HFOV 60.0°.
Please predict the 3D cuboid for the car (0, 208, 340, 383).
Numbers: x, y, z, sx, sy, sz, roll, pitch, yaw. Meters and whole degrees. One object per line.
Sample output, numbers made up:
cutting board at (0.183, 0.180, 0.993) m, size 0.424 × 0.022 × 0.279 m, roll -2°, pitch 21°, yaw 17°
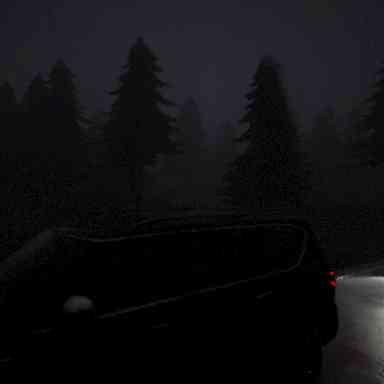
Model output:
car at (-0.718, 1.234, 3.478) m, size 5.566 × 2.045 × 2.150 m, roll 1°, pitch 0°, yaw -36°
